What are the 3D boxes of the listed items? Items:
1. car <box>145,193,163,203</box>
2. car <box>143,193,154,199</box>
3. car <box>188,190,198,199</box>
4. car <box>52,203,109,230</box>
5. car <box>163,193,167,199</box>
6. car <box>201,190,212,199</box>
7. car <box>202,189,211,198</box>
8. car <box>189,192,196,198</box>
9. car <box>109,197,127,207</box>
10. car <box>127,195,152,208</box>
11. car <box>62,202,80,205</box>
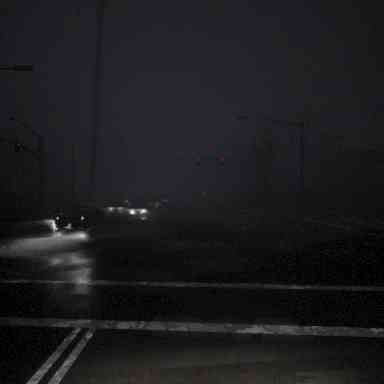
[{"bbox_3d":[-6.931,1.159,60.454,1.882,1.535,5.008,0,1,0],"label":"car"},{"bbox_3d":[-10.313,0.915,78.910,1.895,1.301,4.718,0,1,0],"label":"car"},{"bbox_3d":[0.181,0.604,76.503,2.150,2.045,5.566,0,1,0],"label":"car"},{"bbox_3d":[-7.054,1.594,21.404,1.895,1.301,4.718,0,0,0],"label":"car"},{"bbox_3d":[-6.821,0.870,75.843,1.882,1.535,5.008,0,1,0],"label":"car"},{"bbox_3d":[3.685,0.910,77.567,1.994,1.385,4.181,0,1,0],"label":"car"},{"bbox_3d":[3.708,0.378,87.560,2.150,2.045,5.566,0,1,0],"label":"car"},{"bbox_3d":[0.207,0.685,87.179,1.812,1.442,4.674,0,1,0],"label":"car"},{"bbox_3d":[-10.490,1.396,47.805,2.033,1.411,5.357,0,1,0],"label":"car"},{"bbox_3d":[-6.997,1.482,44.712,1.895,1.301,4.718,0,1,0],"label":"car"},{"bbox_3d":[-10.534,1.546,29.010,1.994,1.385,4.181,0,0,0],"label":"car"}]
